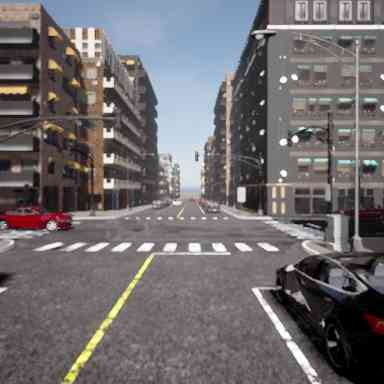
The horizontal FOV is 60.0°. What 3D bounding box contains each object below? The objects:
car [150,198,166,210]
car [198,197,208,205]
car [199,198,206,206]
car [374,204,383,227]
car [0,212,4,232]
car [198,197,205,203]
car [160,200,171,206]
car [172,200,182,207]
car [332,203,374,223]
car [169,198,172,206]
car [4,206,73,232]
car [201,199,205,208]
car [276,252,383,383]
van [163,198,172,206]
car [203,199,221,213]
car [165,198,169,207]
[{"bbox_3d":[-5.832,2.141,54.795,2.008,1.369,4.403,-1,-1,0],"label":"car"},{"bbox_3d":[2.685,2.246,82.858,2.192,1.841,5.009,-1,-1,0],"label":"car"},{"bbox_3d":[2.704,2.200,60.230,1.887,1.381,4.507,-1,-1,0],"label":"car"},{"bbox_3d":[13.731,1.612,19.152,5.009,1.841,2.192,0,0,0],"label":"car"},{"bbox_3d":[-5.706,1.371,5.512,2.192,1.841,5.009,-1,-1,0],"label":"car"},{"bbox_3d":[2.688,2.406,77.223,1.887,1.381,4.507,-1,-1,0],"label":"car"},{"bbox_3d":[-5.659,2.344,71.692,2.008,1.369,4.403,-1,-1,0],"label":"car"},{"bbox_3d":[-3.002,2.261,66.906,1.812,1.442,4.674,0,-1,0],"label":"car"},{"bbox_3d":[13.751,1.669,27.533,4.097,1.590,1.967,0,0,0],"label":"car"},{"bbox_3d":[-5.665,2.040,66.062,2.192,1.841,5.009,-1,-1,0],"label":"car"},{"bbox_3d":[-10.464,1.715,21.894,5.008,1.535,1.882,1,0,0],"label":"car"},{"bbox_3d":[2.805,2.074,48.966,2.008,1.369,4.403,-1,-1,0],"label":"car"},{"bbox_3d":[2.678,1.622,5.511,1.947,1.339,4.313,-1,-1,0],"label":"car"},{"bbox_3d":[-5.662,2.204,77.326,1.690,1.788,3.998,-1,-1,0],"label":"van"},{"bbox_3d":[2.813,2.011,43.436,2.008,1.369,4.403,-1,-1,0],"label":"car"},{"bbox_3d":[-5.831,2.224,60.427,1.947,1.339,4.313,-1,-1,0],"label":"car"}]
